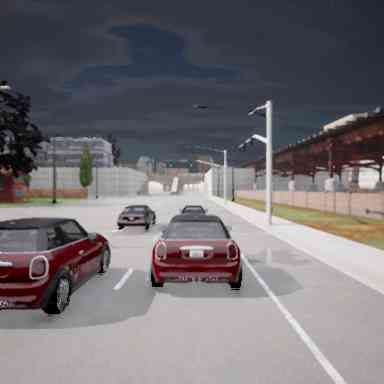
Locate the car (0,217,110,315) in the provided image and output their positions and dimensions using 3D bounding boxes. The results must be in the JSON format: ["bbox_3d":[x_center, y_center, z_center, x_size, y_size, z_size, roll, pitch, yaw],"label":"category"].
[{"bbox_3d":[-3.399,1.362,7.739,2.097,1.767,4.553,0,0,0],"label":"car"}]

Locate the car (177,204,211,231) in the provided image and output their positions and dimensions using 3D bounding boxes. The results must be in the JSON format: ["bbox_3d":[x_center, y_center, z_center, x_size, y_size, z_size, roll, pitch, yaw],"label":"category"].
[{"bbox_3d":[0.098,1.547,21.534,1.994,1.385,4.181,0,0,0],"label":"car"}]

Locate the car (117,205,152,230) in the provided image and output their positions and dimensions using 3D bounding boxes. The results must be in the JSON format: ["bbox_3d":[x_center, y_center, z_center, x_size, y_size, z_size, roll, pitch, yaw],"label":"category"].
[{"bbox_3d":[-3.401,1.531,21.124,2.033,1.411,5.357,0,0,0],"label":"car"}]

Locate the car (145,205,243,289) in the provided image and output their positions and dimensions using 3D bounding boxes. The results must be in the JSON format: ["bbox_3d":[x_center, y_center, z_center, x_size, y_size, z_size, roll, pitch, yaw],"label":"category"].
[{"bbox_3d":[0.100,1.369,9.391,2.097,1.767,4.553,0,0,0],"label":"car"}]
